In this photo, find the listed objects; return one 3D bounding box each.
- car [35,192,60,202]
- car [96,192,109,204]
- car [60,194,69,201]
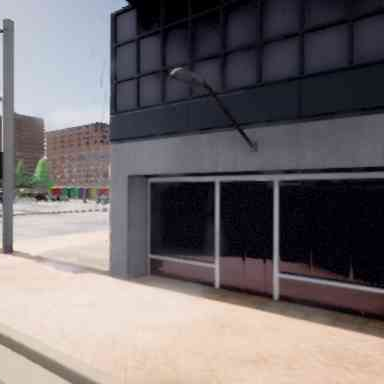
[{"bbox_3d":[-27.705,0.869,63.016,4.605,1.855,1.932,0,0,35],"label":"car"},{"bbox_3d":[-13.396,0.956,52.907,3.866,1.878,1.905,0,0,35],"label":"car"},{"bbox_3d":[-25.980,1.080,65.343,3.905,1.438,1.784,0,0,35],"label":"car"}]
